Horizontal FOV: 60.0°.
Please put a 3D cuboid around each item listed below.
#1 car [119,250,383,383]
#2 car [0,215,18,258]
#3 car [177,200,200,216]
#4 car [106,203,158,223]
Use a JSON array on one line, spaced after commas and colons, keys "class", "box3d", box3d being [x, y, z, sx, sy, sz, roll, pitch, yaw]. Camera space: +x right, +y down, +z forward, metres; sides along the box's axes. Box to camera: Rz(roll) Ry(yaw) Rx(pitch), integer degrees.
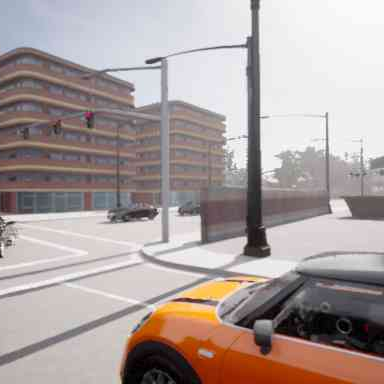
[{"class": "car", "box3d": [1.454, 1.358, 3.044, 4.553, 1.767, 2.097, -1, 0, 35]}, {"class": "car", "box3d": [-8.025, 1.611, 12.685, 1.837, 1.490, 4.892, -3, 1, -22]}, {"class": "car", "box3d": [0.356, 1.694, 35.610, 1.837, 1.490, 4.892, -1, 0, 35]}, {"class": "car", "box3d": [-4.960, 1.673, 27.979, 2.128, 1.511, 4.902, -1, 0, 35]}]
